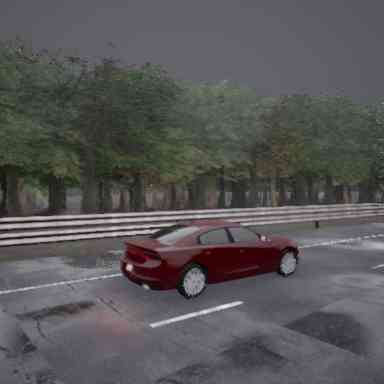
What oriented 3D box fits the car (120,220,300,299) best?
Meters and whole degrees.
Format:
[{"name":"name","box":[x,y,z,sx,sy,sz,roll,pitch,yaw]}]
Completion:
[{"name":"car","box":[0.680,1.457,8.526,5.008,1.535,1.882,0,0,-35]}]
